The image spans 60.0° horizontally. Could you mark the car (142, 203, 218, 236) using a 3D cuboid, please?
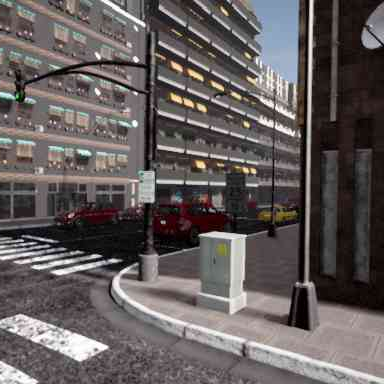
[{"bbox_3d":[-0.542,1.531,19.986,1.882,1.535,5.008,1,1,36],"label":"car"}]

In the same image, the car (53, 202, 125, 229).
[{"bbox_3d":[-6.672,1.374,21.188,1.967,1.590,4.097,1,1,36],"label":"car"}]

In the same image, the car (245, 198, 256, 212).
[{"bbox_3d":[6.217,1.421,39.233,1.967,1.590,4.097,1,1,36],"label":"car"}]

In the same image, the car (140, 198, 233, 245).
[{"bbox_3d":[0.146,1.408,16.315,2.192,1.841,5.009,1,1,36],"label":"car"}]

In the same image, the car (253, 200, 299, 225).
[{"bbox_3d":[6.690,1.642,25.482,1.752,1.417,4.829,1,1,36],"label":"car"}]

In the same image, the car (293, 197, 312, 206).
[{"bbox_3d":[19.103,1.596,57.278,1.887,1.381,4.507,1,0,36],"label":"car"}]

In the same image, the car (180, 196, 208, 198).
[{"bbox_3d":[-0.225,1.271,30.210,2.192,1.841,5.009,1,1,36],"label":"car"}]

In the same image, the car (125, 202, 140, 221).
[{"bbox_3d":[-3.450,1.385,25.700,1.967,1.590,4.097,1,1,36],"label":"car"}]

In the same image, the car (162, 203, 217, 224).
[{"bbox_3d":[-0.078,1.599,25.968,1.895,1.301,4.718,1,1,36],"label":"car"}]

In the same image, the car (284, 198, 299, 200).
[{"bbox_3d":[13.189,1.532,44.448,1.882,1.535,5.008,1,0,36],"label":"car"}]
